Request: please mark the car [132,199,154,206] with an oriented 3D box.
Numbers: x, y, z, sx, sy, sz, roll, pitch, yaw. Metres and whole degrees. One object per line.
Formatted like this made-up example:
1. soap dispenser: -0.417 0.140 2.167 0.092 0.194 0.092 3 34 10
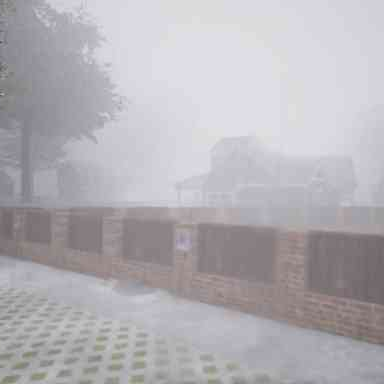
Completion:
1. car: -7.081 1.706 49.325 2.033 1.411 5.357 1 0 36
